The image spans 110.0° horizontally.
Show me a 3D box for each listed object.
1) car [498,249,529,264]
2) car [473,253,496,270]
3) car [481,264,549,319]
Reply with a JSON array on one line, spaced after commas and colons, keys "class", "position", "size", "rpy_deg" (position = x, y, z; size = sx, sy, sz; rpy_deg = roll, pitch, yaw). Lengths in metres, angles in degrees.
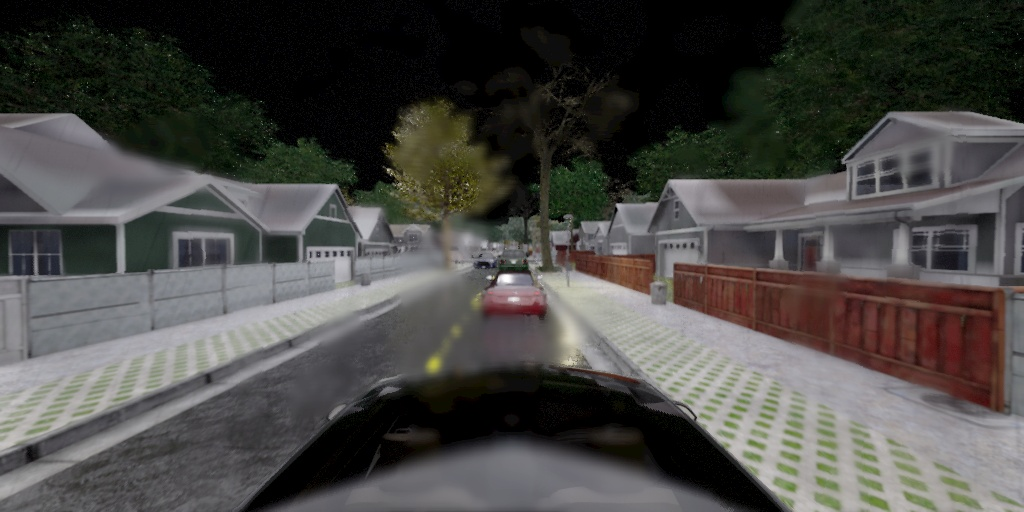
[{"class": "car", "position": [0.118, 0.498, 27.801], "size": [2.150, 2.045, 5.566], "rpy_deg": [0, 1, 0]}, {"class": "car", "position": [-2.787, 0.456, 37.462], "size": [2.097, 1.767, 4.553], "rpy_deg": [0, 1, 0]}, {"class": "car", "position": [0.089, 1.131, 11.877], "size": [1.994, 1.385, 4.181], "rpy_deg": [0, 1, 0]}]
